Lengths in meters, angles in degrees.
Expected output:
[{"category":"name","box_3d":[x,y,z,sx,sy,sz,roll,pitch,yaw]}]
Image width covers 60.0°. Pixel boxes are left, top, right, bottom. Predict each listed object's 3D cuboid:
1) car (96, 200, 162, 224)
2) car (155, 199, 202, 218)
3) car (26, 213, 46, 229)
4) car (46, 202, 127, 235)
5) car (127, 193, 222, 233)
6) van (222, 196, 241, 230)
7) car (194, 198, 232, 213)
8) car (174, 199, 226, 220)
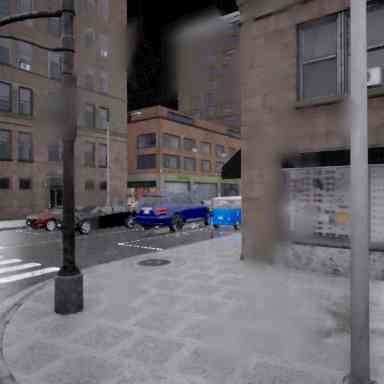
[{"category":"car","box_3d":[-4.408,1.370,24.199,1.752,1.417,4.829,0,1,36]},{"category":"car","box_3d":[-1.078,1.373,28.781,1.802,1.307,4.206,0,1,36]},{"category":"car","box_3d":[-7.538,1.441,19.894,1.887,1.381,4.507,0,1,36]},{"category":"car","box_3d":[-5.139,1.358,18.530,1.882,1.535,5.008,0,0,35]},{"category":"car","box_3d":[-0.753,1.061,18.897,2.150,2.045,5.566,0,1,34]},{"category":"van","box_3d":[2.608,1.145,19.338,1.690,1.788,3.998,0,1,36]},{"category":"car","box_3d":[2.151,1.321,33.223,1.802,1.307,4.206,0,1,36]},{"category":"car","box_3d":[0.756,1.311,26.623,1.812,1.442,4.674,0,0,36]}]
